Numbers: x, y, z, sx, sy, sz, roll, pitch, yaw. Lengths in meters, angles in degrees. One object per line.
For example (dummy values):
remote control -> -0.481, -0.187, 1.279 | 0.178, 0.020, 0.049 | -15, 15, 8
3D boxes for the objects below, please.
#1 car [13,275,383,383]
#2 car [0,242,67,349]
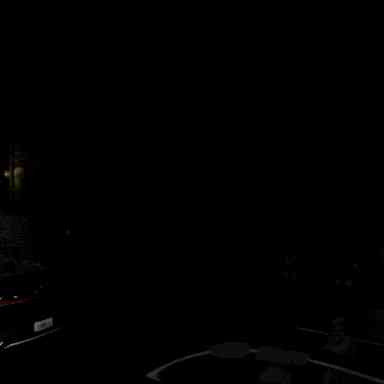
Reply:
car -> 0.817, 1.552, 2.490 | 4.403, 1.369, 2.008 | 0, 0, 36
car -> -3.781, 1.562, 5.772 | 4.403, 1.369, 2.008 | 0, 0, 36
